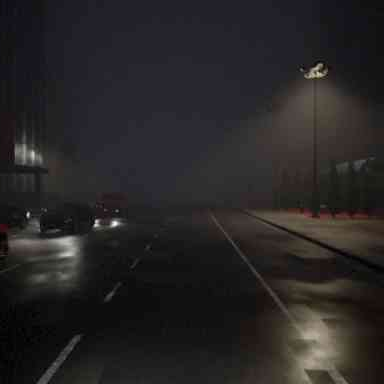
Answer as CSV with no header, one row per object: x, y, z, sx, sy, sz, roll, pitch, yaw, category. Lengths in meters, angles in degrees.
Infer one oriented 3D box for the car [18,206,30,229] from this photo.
-10.601,1.431,17.949,1.837,1.490,4.892,0,0,0,car

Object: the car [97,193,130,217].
-7.083,1.096,29.950,2.150,2.045,5.566,0,1,0,car

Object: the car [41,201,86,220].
-10.586,1.486,27.857,1.895,1.301,4.718,0,0,0,car

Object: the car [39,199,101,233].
-7.101,1.397,19.460,1.882,1.535,5.008,0,0,0,car

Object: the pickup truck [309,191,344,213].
13.113,0.928,32.127,2.390,2.098,6.274,0,0,30,pickup truck

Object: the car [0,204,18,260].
-7.101,1.314,9.111,2.097,1.767,4.553,0,0,0,car
